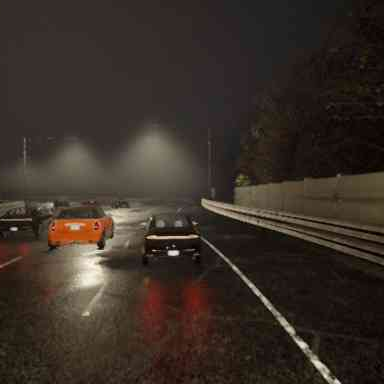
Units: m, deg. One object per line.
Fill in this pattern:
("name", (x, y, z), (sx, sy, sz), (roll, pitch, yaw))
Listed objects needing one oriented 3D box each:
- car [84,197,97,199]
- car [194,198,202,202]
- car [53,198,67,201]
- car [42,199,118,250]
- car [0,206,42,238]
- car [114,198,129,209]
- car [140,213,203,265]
("car", (-14.049, 1.402, 45.881), (2.097, 1.767, 4.553), (0, 0, -25))
("car", (1.746, 2.240, 93.031), (1.994, 1.385, 4.181), (0, -3, 8))
("car", (-18.752, 1.558, 47.616), (2.128, 1.511, 4.902), (0, 0, -26))
("car", (-4.684, 1.369, 14.649), (2.097, 1.767, 4.553), (0, 0, -7))
("car", (-8.760, 1.523, 18.016), (2.128, 1.511, 4.902), (0, 0, -10))
("car", (-9.827, 1.539, 45.067), (1.837, 1.490, 4.892), (0, 0, -23))
("car", (-0.789, 1.494, 11.705), (2.128, 1.511, 4.902), (0, 0, -6))
